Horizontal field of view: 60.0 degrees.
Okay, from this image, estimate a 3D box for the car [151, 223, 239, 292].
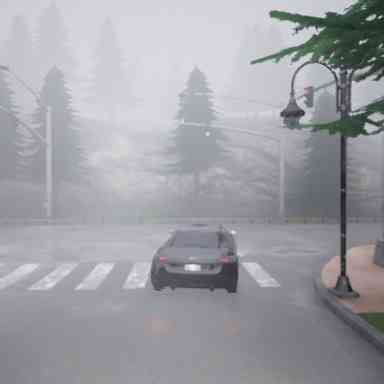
[{"bbox_3d":[0.245,1.515,8.948,1.994,1.385,4.181,0,1,7],"label":"car"}]
